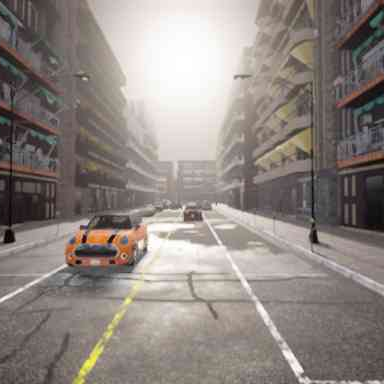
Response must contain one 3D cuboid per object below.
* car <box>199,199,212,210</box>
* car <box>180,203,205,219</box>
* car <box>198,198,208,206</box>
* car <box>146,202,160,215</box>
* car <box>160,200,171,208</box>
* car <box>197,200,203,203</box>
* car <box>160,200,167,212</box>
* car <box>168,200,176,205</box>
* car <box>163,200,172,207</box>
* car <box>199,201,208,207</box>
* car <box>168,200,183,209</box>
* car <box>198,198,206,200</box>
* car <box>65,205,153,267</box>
[{"bbox_3d":[2.550,2.309,56.974,1.752,1.417,4.829,1,-1,0],"label":"car"},{"bbox_3d":[0.075,2.070,34.503,1.895,1.301,4.718,0,-1,0],"label":"car"},{"bbox_3d":[2.542,2.429,79.060,2.192,1.841,5.009,1,-1,0],"label":"car"},{"bbox_3d":[-5.322,2.069,39.910,1.752,1.417,4.829,1,-1,0],"label":"car"},{"bbox_3d":[-5.335,2.467,67.727,1.752,1.417,4.829,1,-1,0],"label":"car"},{"bbox_3d":[0.055,2.172,44.600,1.994,1.385,4.181,0,-1,0],"label":"car"},{"bbox_3d":[-5.328,2.267,51.205,1.947,1.339,4.313,1,-1,0],"label":"car"},{"bbox_3d":[-5.351,2.810,89.981,1.752,1.417,4.829,1,-1,0],"label":"car"},{"bbox_3d":[-5.338,2.551,73.290,1.752,1.417,4.829,1,-1,0],"label":"car"},{"bbox_3d":[2.542,2.610,73.492,1.802,1.307,4.206,1,-1,0],"label":"car"},{"bbox_3d":[-2.802,2.193,60.955,2.097,1.767,4.553,0,-1,0],"label":"car"},{"bbox_3d":[2.546,2.385,67.931,1.967,1.590,4.097,1,-1,0],"label":"car"},{"bbox_3d":[-2.856,1.515,12.053,2.097,1.767,4.553,0,-1,0],"label":"car"}]
